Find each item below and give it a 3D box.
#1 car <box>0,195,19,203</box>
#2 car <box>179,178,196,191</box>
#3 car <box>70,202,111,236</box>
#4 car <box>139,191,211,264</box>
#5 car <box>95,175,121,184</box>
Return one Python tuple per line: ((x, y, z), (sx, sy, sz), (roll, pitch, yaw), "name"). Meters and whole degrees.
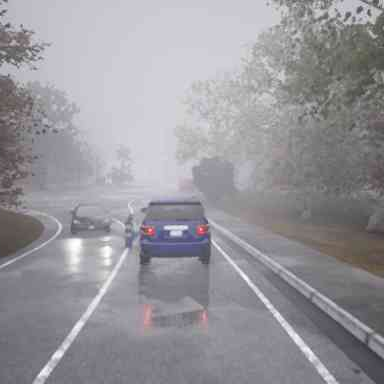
((-19.496, 0.400, 33.127), (4.892, 1.490, 1.837), (2, 4, 21), "car")
((0.210, -1.057, 49.278), (2.150, 2.045, 5.566), (2, 5, 31), "car")
((-5.437, 1.320, 17.791), (1.812, 1.442, 4.674), (-1, 2, -19), "car")
((-0.650, 1.166, 11.833), (2.150, 2.045, 5.566), (0, 1, -5), "car")
((-18.710, -2.806, 73.819), (5.566, 2.045, 2.150), (0, 4, 1), "car")
